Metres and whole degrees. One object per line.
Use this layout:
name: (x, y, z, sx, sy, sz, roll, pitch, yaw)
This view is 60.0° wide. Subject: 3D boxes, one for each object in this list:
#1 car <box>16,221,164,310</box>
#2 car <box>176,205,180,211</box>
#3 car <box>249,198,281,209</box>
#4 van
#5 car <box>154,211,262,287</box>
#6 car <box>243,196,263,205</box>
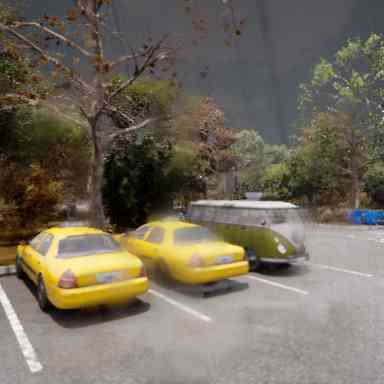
car: (-2.924, 1.478, 7.960, 1.946, 1.575, 5.366, 0, 0, -35)
car: (-1.567, 1.925, 31.859, 1.994, 1.385, 4.181, -2, 2, -35)
car: (11.603, 1.761, 53.264, 2.128, 1.511, 4.902, -2, 2, -36)
van: (1.695, 1.279, 10.880, 1.878, 1.987, 4.442, 0, 0, -35)
car: (-0.757, 1.487, 9.504, 1.946, 1.575, 5.366, 0, 0, -35)
car: (11.242, 1.570, 61.462, 1.812, 1.442, 4.674, 0, 1, -14)
